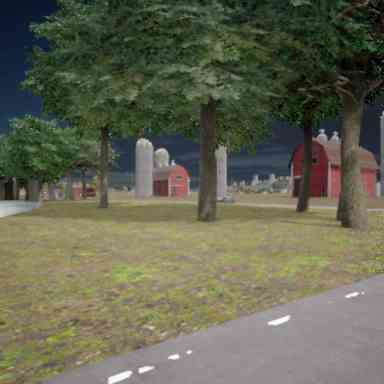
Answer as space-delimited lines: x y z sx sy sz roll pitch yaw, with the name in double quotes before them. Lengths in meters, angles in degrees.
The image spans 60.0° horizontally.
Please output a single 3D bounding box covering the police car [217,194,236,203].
"police car" 5.109 1.077 54.601 2.038 1.542 4.974 1 -1 -36
